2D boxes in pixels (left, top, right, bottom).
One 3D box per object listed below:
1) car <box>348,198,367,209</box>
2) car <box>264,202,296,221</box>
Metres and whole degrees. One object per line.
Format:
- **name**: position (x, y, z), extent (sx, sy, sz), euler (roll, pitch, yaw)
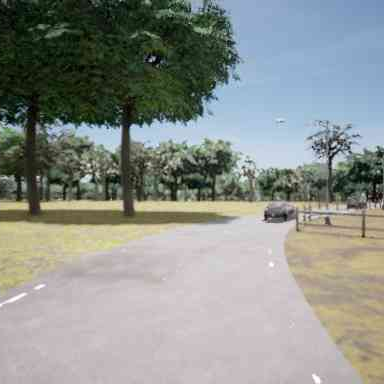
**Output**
- **car**: position (25.218, 1.788, 50.698), extent (2.033, 1.649, 4.856), euler (0, -2, 40)
- **car**: position (7.436, 1.583, 27.672), extent (2.128, 1.511, 4.902), euler (0, 0, 30)
